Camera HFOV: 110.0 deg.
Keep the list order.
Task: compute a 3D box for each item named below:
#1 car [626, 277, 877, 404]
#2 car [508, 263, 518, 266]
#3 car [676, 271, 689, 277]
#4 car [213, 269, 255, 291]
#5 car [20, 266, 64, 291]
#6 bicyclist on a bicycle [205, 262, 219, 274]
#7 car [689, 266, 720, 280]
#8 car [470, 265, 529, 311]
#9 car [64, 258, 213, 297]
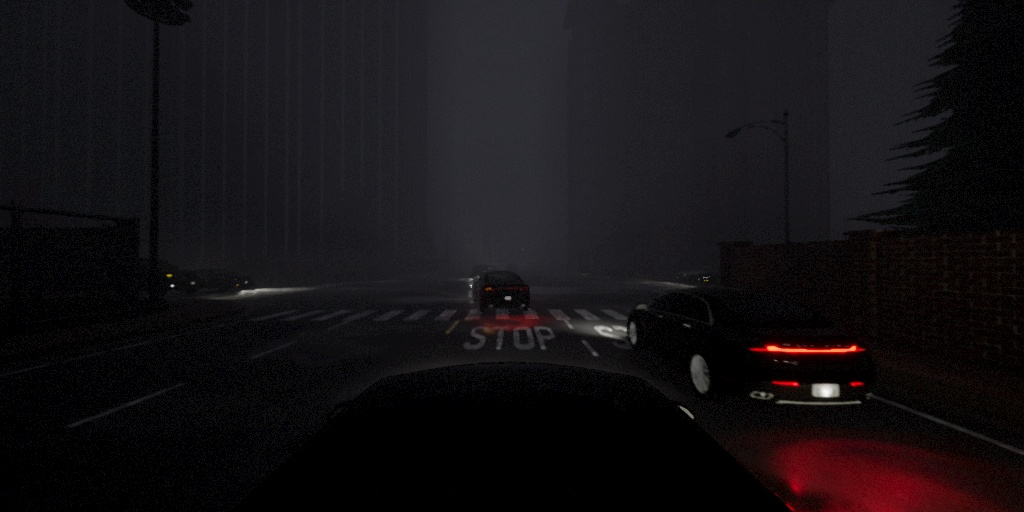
[{"bbox_3d":[3.578,1.309,6.506,1.837,1.490,4.892,0,-1,0],"label":"car"},{"bbox_3d":[0.076,1.924,64.066,1.882,1.535,5.008,0,-1,0],"label":"car"},{"bbox_3d":[16.288,1.539,30.212,4.674,1.442,1.812,0,-1,0],"label":"car"},{"bbox_3d":[-18.975,1.495,22.914,4.181,1.385,1.994,0,-1,0],"label":"car"},{"bbox_3d":[-28.037,1.409,22.897,5.008,1.535,1.882,0,-1,0],"label":"car"},{"bbox_3d":[-29.180,1.366,34.879,0.582,1.620,1.656,0,0,0],"label":"bicyclist on a bicycle"},{"bbox_3d":[16.312,1.479,26.719,4.892,1.490,1.837,0,-1,-1],"label":"car"},{"bbox_3d":[-0.593,1.363,15.369,1.882,1.535,5.008,1,0,-10],"label":"car"},{"bbox_3d":[-19.990,1.114,19.391,5.566,2.045,2.150,0,-1,0],"label":"car"}]
